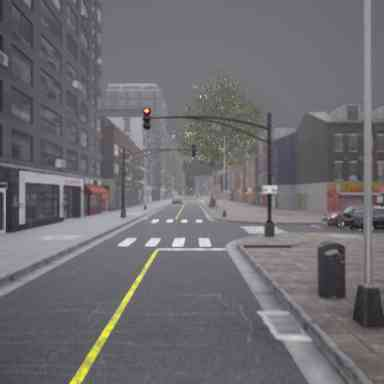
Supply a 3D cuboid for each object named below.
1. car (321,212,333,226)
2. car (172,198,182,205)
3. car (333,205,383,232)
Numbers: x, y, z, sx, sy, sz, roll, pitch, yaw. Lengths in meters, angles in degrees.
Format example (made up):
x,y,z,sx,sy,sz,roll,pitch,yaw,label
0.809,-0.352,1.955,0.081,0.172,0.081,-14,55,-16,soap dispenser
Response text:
x,y,z,sx,sy,sz,roll,pitch,yaw,label
10.908,1.582,22.416,4.097,1.590,1.967,0,-1,0,car
-2.824,1.773,64.324,2.033,1.411,5.357,0,0,1,car
11.386,1.633,19.775,4.892,1.490,1.837,0,0,0,car
